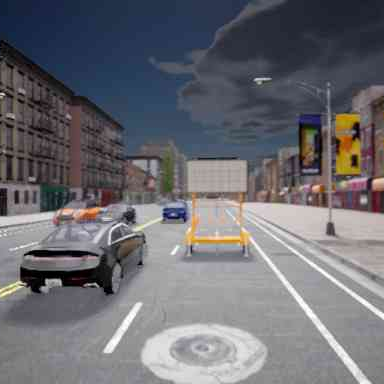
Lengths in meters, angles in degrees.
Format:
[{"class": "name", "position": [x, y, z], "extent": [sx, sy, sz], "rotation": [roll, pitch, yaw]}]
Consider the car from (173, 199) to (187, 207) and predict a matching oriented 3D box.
[{"class": "car", "position": [-2.242, 2.120, 63.328], "extent": [2.033, 1.411, 5.357], "rotation": [0, -1, 4]}]

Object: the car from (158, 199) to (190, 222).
[{"class": "car", "position": [-1.230, 1.562, 27.370], "extent": [1.882, 1.535, 5.008], "rotation": [0, -1, 4]}]

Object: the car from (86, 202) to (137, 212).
[{"class": "car", "position": [-5.004, 1.561, 22.489], "extent": [2.128, 1.511, 4.902], "rotation": [0, 0, 4]}]

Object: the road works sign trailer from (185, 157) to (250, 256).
[{"class": "road works sign trailer", "position": [0.976, 0.456, 12.987], "extent": [2.380, 3.560, 2.880], "rotation": [0, 0, 4]}]

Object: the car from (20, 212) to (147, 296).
[{"class": "car", "position": [-2.456, 1.498, 8.712], "extent": [2.128, 1.511, 4.902], "rotation": [0, 0, 4]}]

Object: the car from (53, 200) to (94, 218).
[{"class": "car", "position": [-8.163, 1.451, 24.022], "extent": [2.097, 1.767, 4.553], "rotation": [0, 0, 4]}]

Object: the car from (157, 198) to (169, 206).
[{"class": "car", "position": [-5.402, 1.964, 64.789], "extent": [2.097, 1.767, 4.553], "rotation": [0, -1, 4]}]
